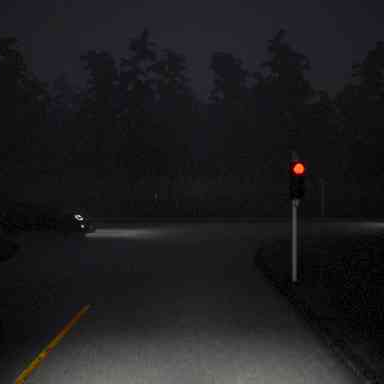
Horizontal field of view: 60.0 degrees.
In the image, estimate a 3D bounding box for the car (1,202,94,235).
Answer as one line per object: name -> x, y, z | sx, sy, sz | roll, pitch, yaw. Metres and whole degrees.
car -> -7.830, 1.349, 18.306 | 4.553, 1.767, 2.097 | 0, 0, 0
